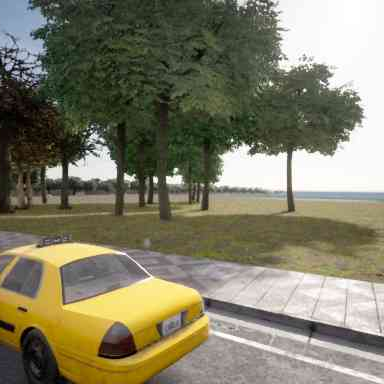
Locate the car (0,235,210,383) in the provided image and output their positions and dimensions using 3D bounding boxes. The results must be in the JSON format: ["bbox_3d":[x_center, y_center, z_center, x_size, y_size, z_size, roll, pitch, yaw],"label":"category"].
[{"bbox_3d":[-2.310,1.454,5.210,5.366,1.575,1.801,0,0,36],"label":"car"}]
